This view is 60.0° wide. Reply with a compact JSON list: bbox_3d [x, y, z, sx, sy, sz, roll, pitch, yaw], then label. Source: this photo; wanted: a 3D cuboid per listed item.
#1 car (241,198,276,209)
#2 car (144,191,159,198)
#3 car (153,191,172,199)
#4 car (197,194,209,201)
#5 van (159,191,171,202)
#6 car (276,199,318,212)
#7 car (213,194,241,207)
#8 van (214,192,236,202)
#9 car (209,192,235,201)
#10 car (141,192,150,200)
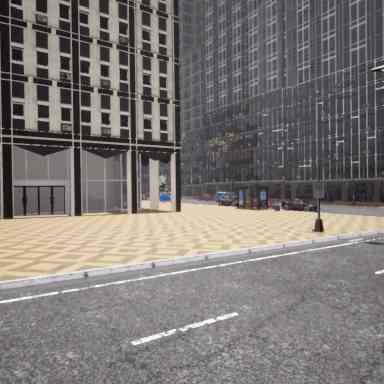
[{"bbox_3d":[8.424,1.386,40.444,1.802,1.307,4.206,-1,1,-34],"label":"car"},{"bbox_3d":[-10.176,0.684,82.789,1.967,1.590,4.097,0,1,-34],"label":"car"},{"bbox_3d":[-6.974,0.613,78.092,2.192,1.841,5.009,0,1,-34],"label":"car"},{"bbox_3d":[2.633,1.041,64.008,1.802,1.307,4.206,-1,1,-34],"label":"car"},{"bbox_3d":[-4.291,0.936,59.285,1.690,1.788,3.998,0,1,-34],"label":"van"},{"bbox_3d":[11.612,1.422,35.737,1.947,1.339,4.313,-1,1,-34],"label":"car"},{"bbox_3d":[5.270,1.318,45.172,1.947,1.339,4.313,-1,1,-34],"label":"car"},{"bbox_3d":[5.834,0.853,59.309,1.690,1.788,3.998,-1,1,-34],"label":"van"},{"bbox_3d":[5.519,0.936,55.159,2.097,1.767,4.553,-1,1,-34],"label":"car"},{"bbox_3d":[-10.695,1.038,68.679,2.008,1.369,4.403,0,1,-34],"label":"car"}]
